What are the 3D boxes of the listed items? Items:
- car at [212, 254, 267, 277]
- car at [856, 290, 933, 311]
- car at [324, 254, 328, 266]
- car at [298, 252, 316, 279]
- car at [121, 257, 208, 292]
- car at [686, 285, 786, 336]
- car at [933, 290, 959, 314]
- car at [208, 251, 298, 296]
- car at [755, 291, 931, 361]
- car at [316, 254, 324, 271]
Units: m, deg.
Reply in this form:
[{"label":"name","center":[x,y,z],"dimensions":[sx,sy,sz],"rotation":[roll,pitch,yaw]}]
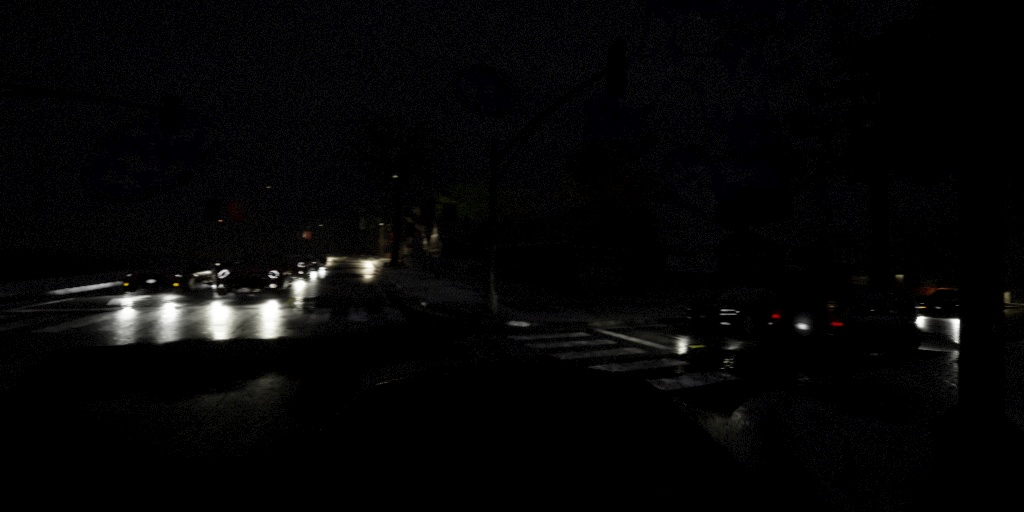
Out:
[{"label":"car","center":[-18.423,0.575,24.456],"dimensions":[1.895,1.301,4.718],"rotation":[2,0,-24]},{"label":"car","center":[17.194,2.329,16.882],"dimensions":[5.357,1.411,2.033],"rotation":[3,-2,-27]},{"label":"car","center":[-21.957,0.393,40.567],"dimensions":[1.895,1.301,4.718],"rotation":[2,0,-23]},{"label":"car","center":[-14.397,0.482,23.405],"dimensions":[2.097,1.767,4.553],"rotation":[2,0,-24]},{"label":"car","center":[-14.402,0.725,15.350],"dimensions":[1.994,1.385,4.181],"rotation":[2,0,-24]},{"label":"car","center":[8.314,1.779,12.545],"dimensions":[5.008,1.535,1.882],"rotation":[3,-2,-26]},{"label":"car","center":[26.200,2.787,21.262],"dimensions":[4.892,1.490,1.837],"rotation":[3,-2,-26]},{"label":"car","center":[-10.796,0.649,15.345],"dimensions":[2.097,1.767,4.553],"rotation":[2,0,-25]},{"label":"car","center":[8.940,1.803,9.679],"dimensions":[4.181,1.385,1.994],"rotation":[3,-2,-26]},{"label":"car","center":[-18.016,0.489,31.603],"dimensions":[1.812,1.442,4.674],"rotation":[2,0,-24]}]
